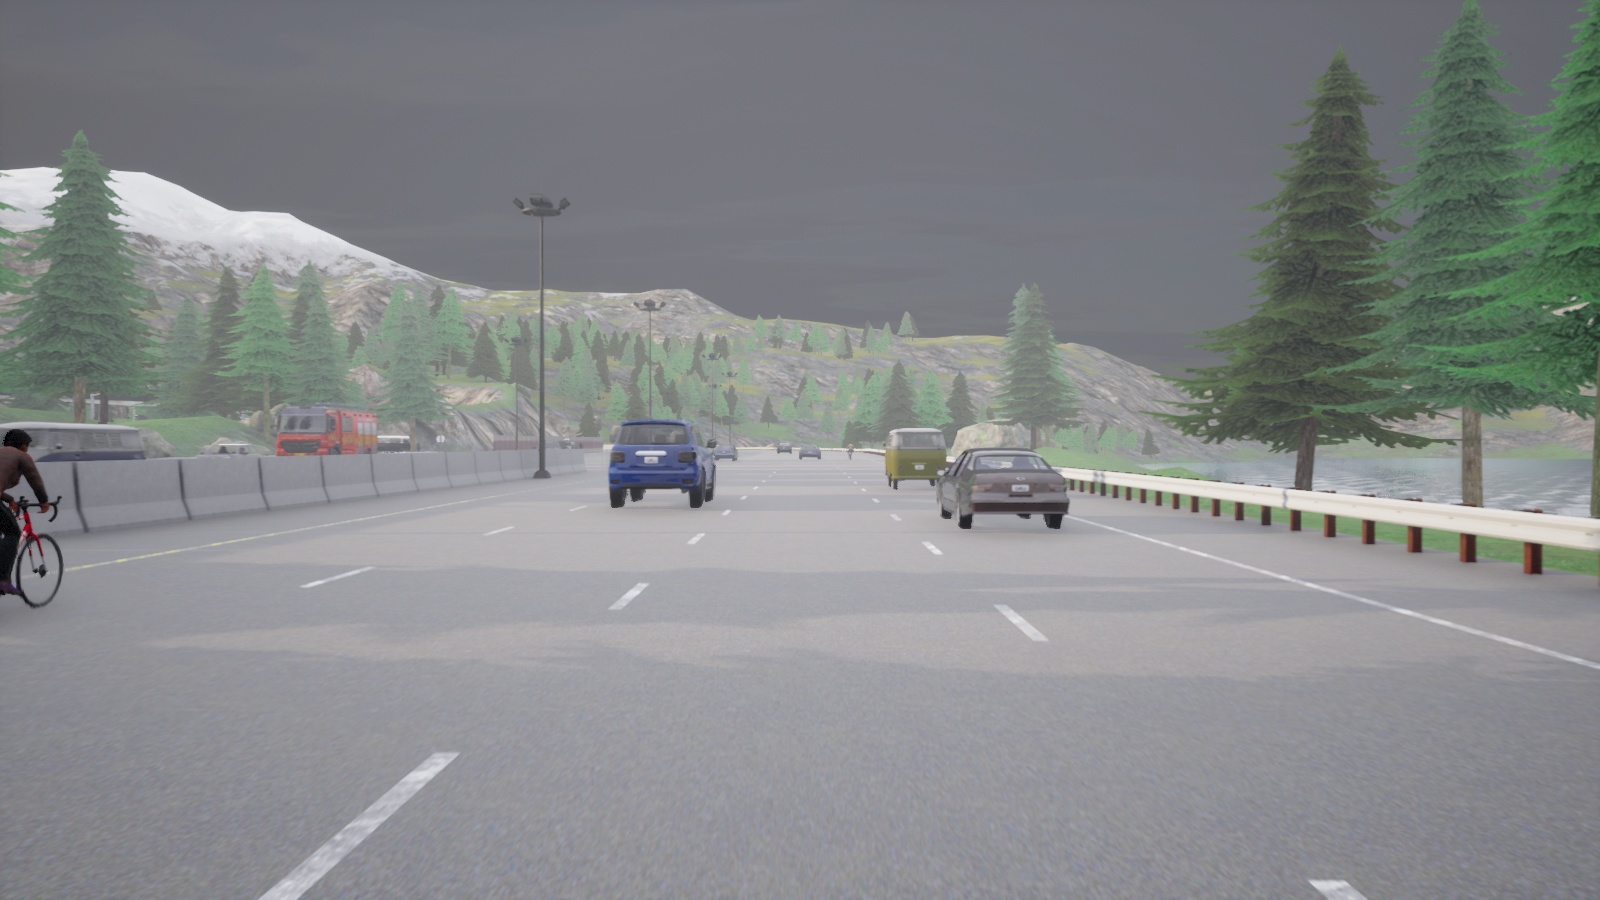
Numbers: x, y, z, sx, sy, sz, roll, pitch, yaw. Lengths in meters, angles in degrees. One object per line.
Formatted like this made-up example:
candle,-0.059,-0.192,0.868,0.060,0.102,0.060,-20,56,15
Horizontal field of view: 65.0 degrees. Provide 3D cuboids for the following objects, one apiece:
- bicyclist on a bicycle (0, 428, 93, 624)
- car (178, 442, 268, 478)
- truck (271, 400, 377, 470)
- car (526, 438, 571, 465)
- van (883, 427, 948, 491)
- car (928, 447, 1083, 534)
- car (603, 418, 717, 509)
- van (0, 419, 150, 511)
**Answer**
bicyclist on a bicycle,-6.921,0.632,10.937,0.582,1.620,1.656,0,0,0
car,-24.125,0.394,52.653,1.970,1.475,3.806,0,0,1
truck,-27.447,-0.853,72.863,2.891,3.827,8.468,0,0,0
car,-16.849,0.114,84.377,2.097,1.767,4.553,0,0,0
van,3.781,0.267,41.760,1.775,1.987,4.442,0,0,0
car,3.653,0.665,23.333,2.033,1.411,5.357,0,0,0
car,-3.302,0.288,30.821,2.150,2.045,5.566,0,0,0
van,-17.310,0.320,29.461,1.775,1.987,4.442,0,0,0
